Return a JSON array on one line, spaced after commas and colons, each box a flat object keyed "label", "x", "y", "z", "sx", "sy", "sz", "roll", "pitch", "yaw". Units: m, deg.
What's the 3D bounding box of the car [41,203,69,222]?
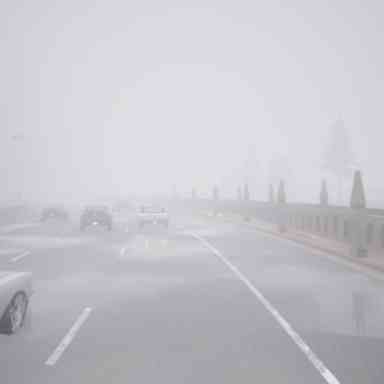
[{"label": "car", "x": -11.342, "y": 1.612, "z": 27.705, "sx": 1.812, "sy": 1.442, "sz": 4.674, "roll": 0, "pitch": 0, "yaw": -16}]

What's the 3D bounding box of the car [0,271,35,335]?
[{"label": "car", "x": -3.622, "y": 1.616, "z": 3.759, "sx": 1.895, "sy": 1.301, "sz": 4.718, "roll": 0, "pitch": 0, "yaw": -2}]

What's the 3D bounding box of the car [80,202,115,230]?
[{"label": "car", "x": -6.061, "y": 1.549, "z": 21.365, "sx": 1.837, "sy": 1.490, "sz": 4.892, "roll": 0, "pitch": 0, "yaw": -13}]

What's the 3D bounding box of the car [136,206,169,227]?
[{"label": "car", "x": -2.841, "y": 1.629, "z": 23.104, "sx": 1.895, "sy": 1.301, "sz": 4.718, "roll": 0, "pitch": 0, "yaw": -13}]

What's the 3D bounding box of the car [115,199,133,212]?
[{"label": "car", "x": -8.392, "y": 1.595, "z": 40.018, "sx": 1.837, "sy": 1.490, "sz": 4.892, "roll": 0, "pitch": 0, "yaw": -22}]
